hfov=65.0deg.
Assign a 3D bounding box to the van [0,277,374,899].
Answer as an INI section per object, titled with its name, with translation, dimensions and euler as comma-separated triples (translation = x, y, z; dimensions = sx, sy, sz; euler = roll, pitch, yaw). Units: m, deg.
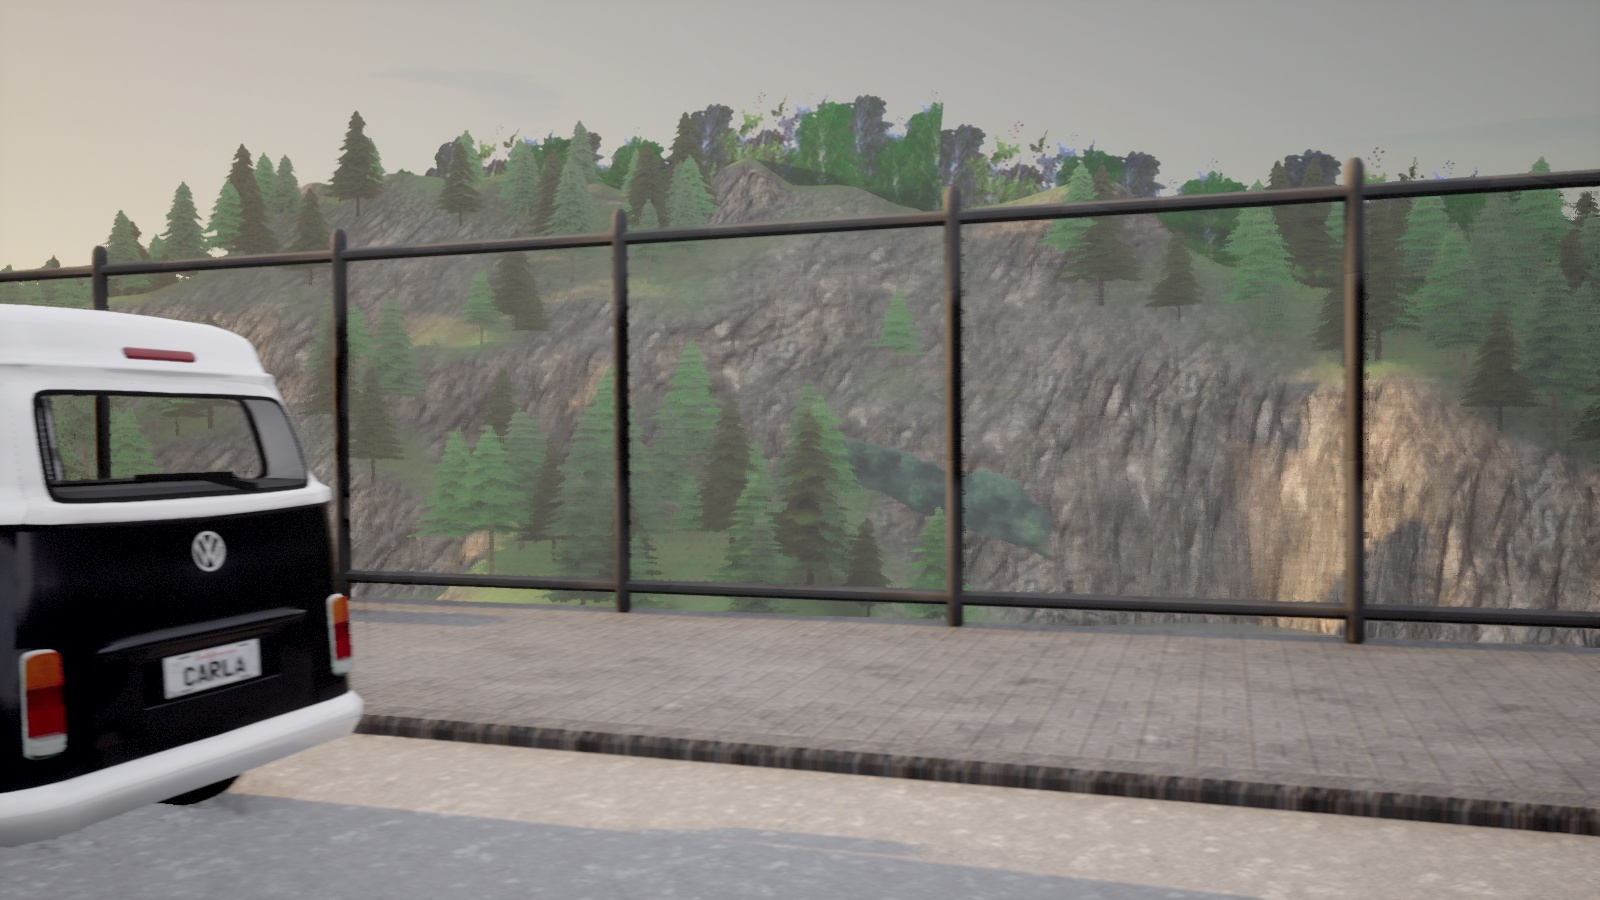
[van]
translation = -4.302, 0.479, 5.164
dimensions = 4.480, 2.038, 2.069
euler = 0, 1, 19
